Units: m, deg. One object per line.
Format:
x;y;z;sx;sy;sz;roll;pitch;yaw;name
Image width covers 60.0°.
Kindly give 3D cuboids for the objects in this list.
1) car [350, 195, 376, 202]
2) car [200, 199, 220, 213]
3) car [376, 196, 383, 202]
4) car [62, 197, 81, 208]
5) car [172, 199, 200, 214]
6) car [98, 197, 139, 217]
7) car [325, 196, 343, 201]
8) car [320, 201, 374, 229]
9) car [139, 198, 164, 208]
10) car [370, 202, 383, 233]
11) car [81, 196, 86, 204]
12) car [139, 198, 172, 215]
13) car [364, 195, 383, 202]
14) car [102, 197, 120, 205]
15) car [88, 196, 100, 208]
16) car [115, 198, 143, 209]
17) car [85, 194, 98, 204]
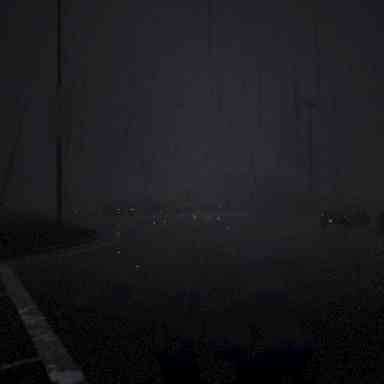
34.143;1.402;66.147;2.097;1.767;4.553;0;0;-5;car
1.349;1.575;38.573;1.812;1.442;4.674;0;0;-34;car
37.670;1.263;62.470;2.150;2.045;5.566;0;0;2;car
-18.749;1.635;49.765;2.033;1.411;5.357;0;0;-34;car
-1.642;1.528;36.746;1.882;1.535;5.008;0;0;-34;car
-7.328;1.556;32.655;1.837;1.490;4.892;0;0;-34;car
32.354;1.614;76.032;1.994;1.385;4.181;0;0;-19;car
9.991;1.543;21.614;4.674;1.442;1.812;0;0;-44;car
-6.094;1.636;49.723;1.994;1.385;4.181;0;0;-34;car
12.129;1.489;18.821;5.008;1.535;1.882;0;0;-44;car
-21.574;1.683;60.433;2.033;1.411;5.357;0;0;-34;car
-4.596;1.599;34.864;2.033;1.411;5.357;0;0;-34;car
40.302;1.509;73.265;1.812;1.442;4.674;0;0;-12;car
-15.736;1.679;64.294;1.994;1.385;4.181;0;0;-34;car
-12.692;1.640;46.977;1.994;1.385;4.181;0;0;-34;car
-9.078;1.621;47.875;2.033;1.411;5.357;0;0;-34;car
-18.645;1.347;62.348;2.150;2.045;5.566;0;0;-34;car
